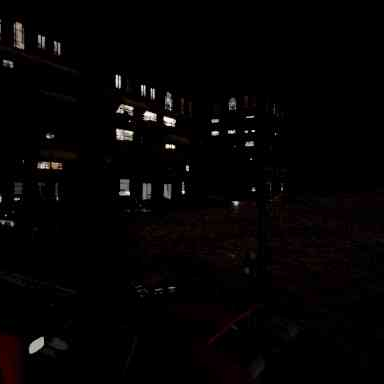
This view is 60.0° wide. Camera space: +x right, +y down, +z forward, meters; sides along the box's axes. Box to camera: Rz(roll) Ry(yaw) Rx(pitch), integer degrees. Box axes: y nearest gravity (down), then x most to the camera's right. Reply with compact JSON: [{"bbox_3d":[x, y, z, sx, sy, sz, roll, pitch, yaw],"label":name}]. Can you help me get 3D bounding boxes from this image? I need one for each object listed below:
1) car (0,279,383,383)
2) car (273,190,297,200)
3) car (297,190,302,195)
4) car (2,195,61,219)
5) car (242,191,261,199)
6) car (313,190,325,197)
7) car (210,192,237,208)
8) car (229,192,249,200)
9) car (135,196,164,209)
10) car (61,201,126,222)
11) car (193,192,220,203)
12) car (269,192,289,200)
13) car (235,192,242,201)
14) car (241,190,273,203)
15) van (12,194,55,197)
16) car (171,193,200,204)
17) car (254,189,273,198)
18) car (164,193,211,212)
[{"bbox_3d":[-0.314,1.544,3.089,4.507,1.381,1.887,0,0,36],"label":"car"},{"bbox_3d":[15.619,0.676,55.899,1.752,1.417,4.829,2,2,35],"label":"car"},{"bbox_3d":[27.682,0.116,87.990,1.887,1.381,4.507,2,2,35],"label":"car"},{"bbox_3d":[-11.915,1.276,26.362,2.033,1.411,5.357,1,1,36],"label":"car"},{"bbox_3d":[11.714,0.527,64.971,1.752,1.417,4.829,2,2,35],"label":"car"},{"bbox_3d":[28.898,0.259,75.639,1.882,1.535,5.008,1,1,35],"label":"car"},{"bbox_3d":[2.824,1.051,37.456,2.008,1.369,4.403,2,2,35],"label":"car"},{"bbox_3d":[8.636,0.651,60.536,1.947,1.339,4.313,2,2,35],"label":"car"},{"bbox_3d":[-4.240,1.117,37.450,1.895,1.301,4.718,1,1,35],"label":"car"},{"bbox_3d":[-6.698,1.329,23.730,1.947,1.339,4.313,2,2,35],"label":"car"},{"bbox_3d":[2.288,0.808,51.384,2.008,1.369,4.403,2,2,35],"label":"car"},{"bbox_3d":[16.010,0.662,61.032,1.895,1.301,4.718,1,1,35],"label":"car"},{"bbox_3d":[7.340,0.728,53.980,1.812,1.442,4.674,1,1,35],"label":"car"},{"bbox_3d":[9.173,0.877,46.608,2.008,1.369,4.403,2,2,35],"label":"car"},{"bbox_3d":[-13.581,1.036,28.500,1.690,1.788,3.998,2,2,35],"label":"van"},{"bbox_3d":[-0.886,0.910,46.809,1.947,1.339,4.313,2,2,35],"label":"car"},{"bbox_3d":[14.988,0.228,69.681,2.192,1.841,5.009,2,2,35],"label":"car"},{"bbox_3d":[-0.350,1.133,32.880,1.887,1.381,4.507,2,2,35],"label":"car"}]
